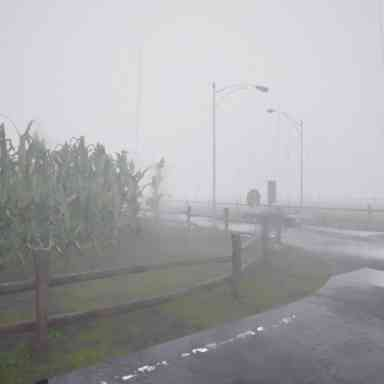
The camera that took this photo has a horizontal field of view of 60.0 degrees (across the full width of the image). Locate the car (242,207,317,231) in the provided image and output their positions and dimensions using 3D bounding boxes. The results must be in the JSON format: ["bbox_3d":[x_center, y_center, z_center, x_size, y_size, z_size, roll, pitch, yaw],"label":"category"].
[{"bbox_3d":[5.115,1.548,20.239,1.895,1.301,4.718,0,0,-29],"label":"car"}]
